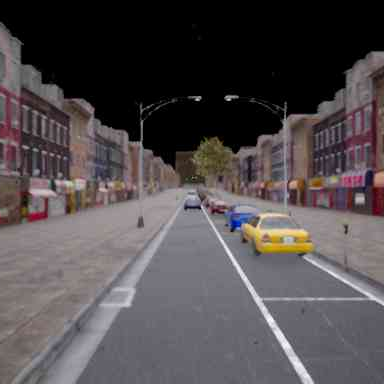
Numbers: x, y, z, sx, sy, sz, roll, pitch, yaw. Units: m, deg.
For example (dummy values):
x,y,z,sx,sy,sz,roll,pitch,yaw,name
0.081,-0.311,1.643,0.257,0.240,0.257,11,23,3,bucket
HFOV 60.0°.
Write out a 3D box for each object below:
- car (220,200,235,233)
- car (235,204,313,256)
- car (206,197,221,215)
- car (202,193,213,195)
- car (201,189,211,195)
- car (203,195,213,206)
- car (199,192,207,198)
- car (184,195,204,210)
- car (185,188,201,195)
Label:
x,y,z,sx,sy,sz,roll,pitch,yaw,name
3.013,1.460,19.788,1.882,1.535,5.008,0,0,0,car
3.024,1.460,12.980,1.801,1.575,5.366,0,0,0,car
2.645,1.458,31.836,1.887,1.381,4.507,1,1,0,car
2.648,1.254,48.685,1.752,1.417,4.829,1,1,0,car
2.655,0.865,59.630,2.192,1.841,5.009,1,1,0,car
2.646,1.386,42.956,1.802,1.307,4.206,1,1,0,car
2.651,0.628,81.864,1.947,1.339,4.313,2,1,0,car
0.076,1.392,40.592,1.994,1.385,4.181,0,0,0,car
0.004,0.870,53.887,2.150,2.045,5.566,0,1,0,car
